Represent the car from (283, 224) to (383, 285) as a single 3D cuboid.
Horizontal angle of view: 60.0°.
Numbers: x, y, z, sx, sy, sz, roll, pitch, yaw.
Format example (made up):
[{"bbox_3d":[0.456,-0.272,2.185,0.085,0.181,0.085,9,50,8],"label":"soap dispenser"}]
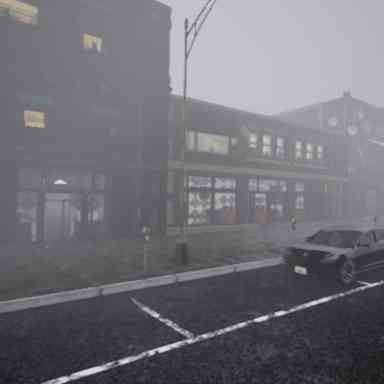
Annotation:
[{"bbox_3d":[4.576,1.658,9.810,4.313,1.339,1.947,1,1,-35],"label":"car"}]
